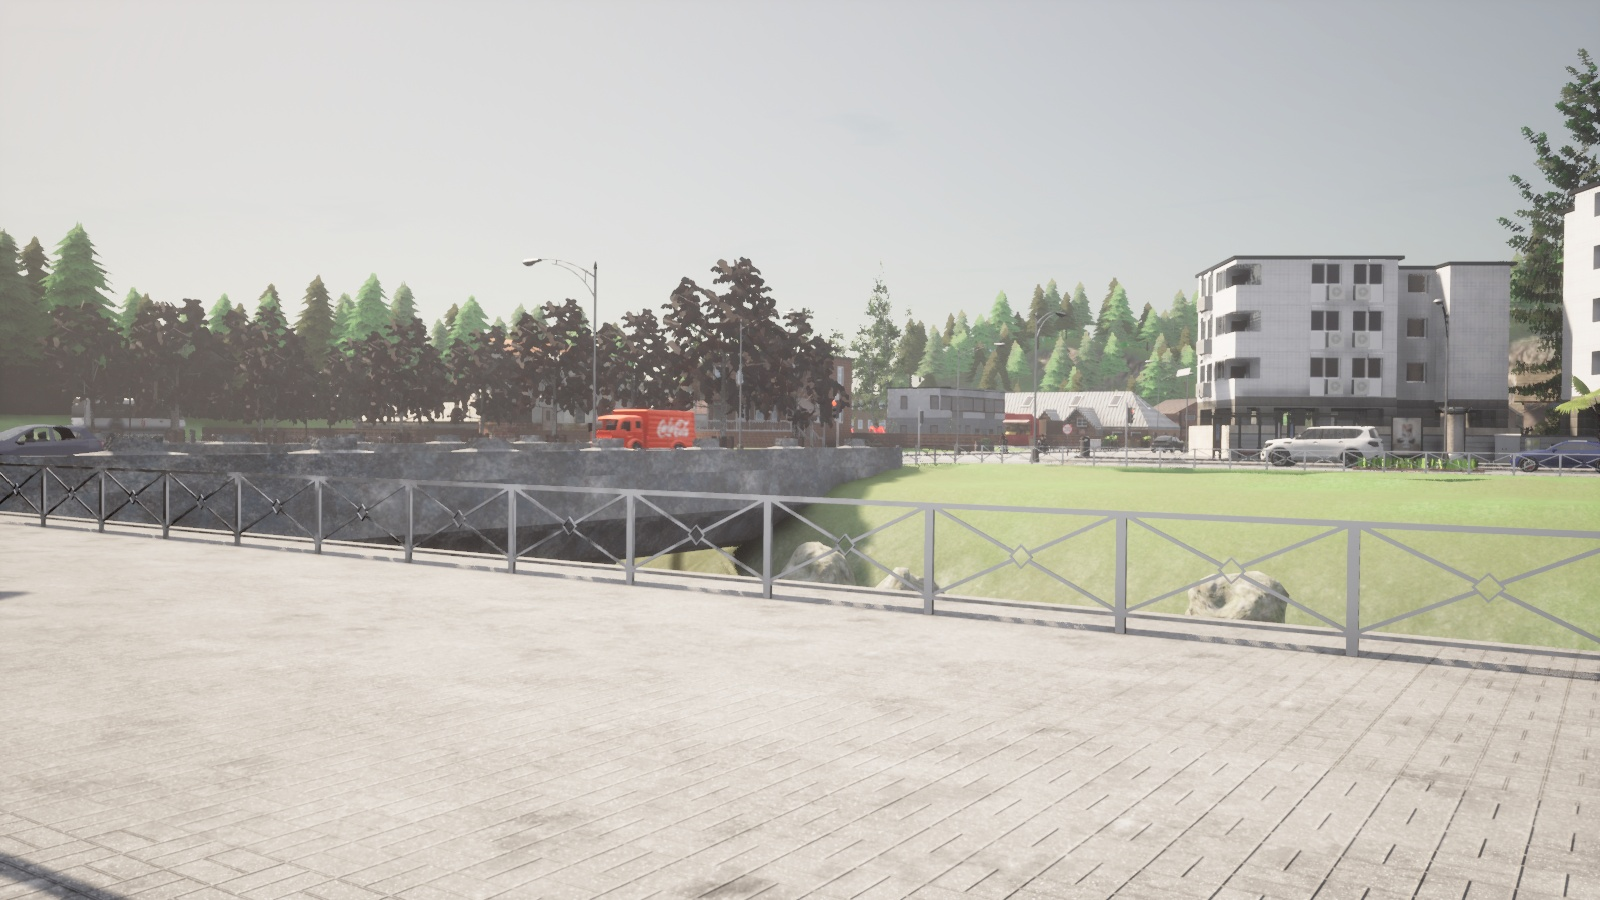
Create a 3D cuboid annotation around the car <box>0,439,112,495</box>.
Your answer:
[{"bbox_3d":[-21.711,0.456,35.346,1.845,1.501,3.633,0,1,34],"label":"car"}]

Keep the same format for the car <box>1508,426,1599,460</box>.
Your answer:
[{"bbox_3d":[34.119,-0.312,55.644,4.674,1.442,1.812,0,1,34],"label":"car"}]

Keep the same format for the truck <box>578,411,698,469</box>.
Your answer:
[{"bbox_3d":[-7.285,-0.472,57.095,2.627,2.467,5.204,0,1,34],"label":"truck"}]

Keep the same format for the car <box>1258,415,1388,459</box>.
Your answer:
[{"bbox_3d":[25.532,-0.619,61.345,5.566,2.045,2.150,0,1,33],"label":"car"}]
